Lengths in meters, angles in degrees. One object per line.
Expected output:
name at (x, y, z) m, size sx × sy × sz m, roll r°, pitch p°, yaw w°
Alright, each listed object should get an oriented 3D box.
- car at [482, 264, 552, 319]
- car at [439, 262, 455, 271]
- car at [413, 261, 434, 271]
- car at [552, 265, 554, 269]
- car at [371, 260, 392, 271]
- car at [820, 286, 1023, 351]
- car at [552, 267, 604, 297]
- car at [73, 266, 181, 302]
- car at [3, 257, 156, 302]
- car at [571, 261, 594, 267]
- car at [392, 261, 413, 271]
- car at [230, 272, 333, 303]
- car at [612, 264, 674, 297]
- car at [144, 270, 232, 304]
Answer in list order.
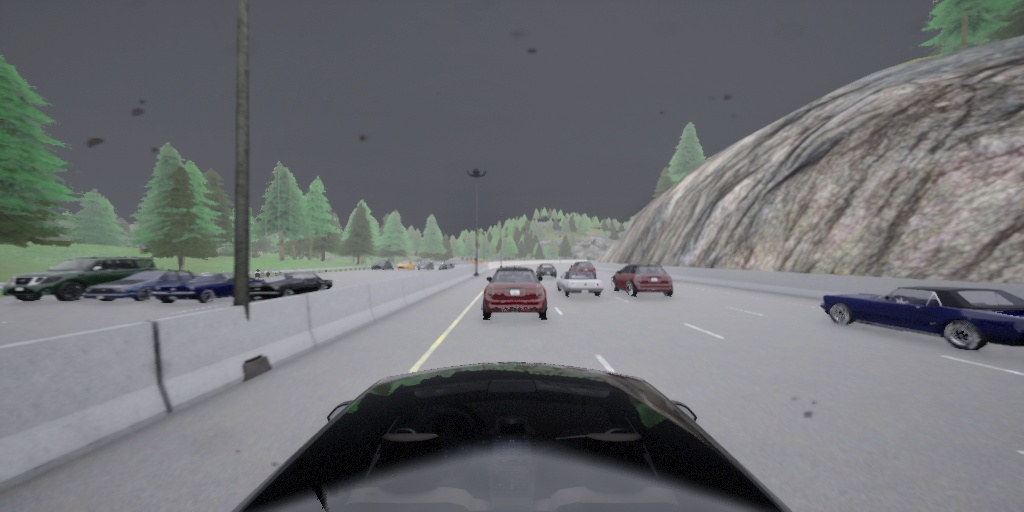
car at (0.098, 1.175, 13.316) m, size 2.097 × 1.767 × 4.553 m, roll 0°, pitch 0°, yaw 0°
car at (-10.494, 1.672, 58.180) m, size 1.994 × 1.385 × 4.181 m, roll 0°, pitch 0°, yaw 1°
car at (-13.997, 1.601, 58.293) m, size 2.128 × 1.511 × 4.902 m, roll 0°, pitch 0°, yaw 1°
car at (3.596, 1.505, 37.651) m, size 1.812 × 1.442 × 4.674 m, roll 0°, pitch 0°, yaw 0°
car at (-20.997, 1.459, 58.052) m, size 2.097 × 1.767 × 4.553 m, roll 0°, pitch 0°, yaw 1°
car at (10.594, 1.399, 9.088) m, size 1.895 × 1.301 × 4.718 m, roll 0°, pitch 0°, yaw 0°
car at (3.604, 1.467, 19.885) m, size 1.895 × 1.301 × 4.718 m, roll 0°, pitch 0°, yaw 0°
car at (-17.596, 1.400, 17.986) m, size 2.033 × 1.411 × 5.357 m, roll 0°, pitch 0°, yaw 0°
car at (-21.094, 1.073, 18.117) m, size 2.150 × 2.045 × 5.566 m, roll 0°, pitch 0°, yaw 0°
car at (7.109, 1.324, 36.492) m, size 2.097 × 1.767 × 4.553 m, roll 0°, pitch 0°, yaw 0°
car at (-17.483, 1.592, 59.073) m, size 1.882 × 1.535 × 5.008 m, roll 0°, pitch 0°, yaw 1°
car at (-10.596, 1.448, 17.149) m, size 1.895 × 1.301 × 4.718 m, roll 0°, pitch 0°, yaw 0°
car at (7.104, 1.219, 20.002) m, size 2.097 × 1.767 × 4.553 m, roll 0°, pitch 0°, yaw 0°
car at (-14.097, 1.448, 17.123) m, size 1.895 × 1.301 × 4.718 m, roll 0°, pitch 0°, yaw 0°
